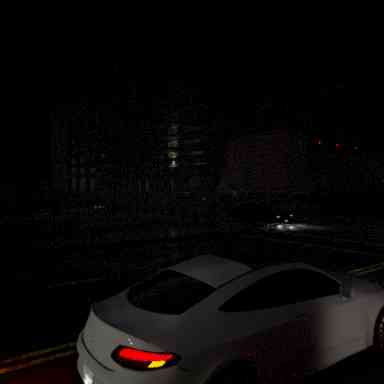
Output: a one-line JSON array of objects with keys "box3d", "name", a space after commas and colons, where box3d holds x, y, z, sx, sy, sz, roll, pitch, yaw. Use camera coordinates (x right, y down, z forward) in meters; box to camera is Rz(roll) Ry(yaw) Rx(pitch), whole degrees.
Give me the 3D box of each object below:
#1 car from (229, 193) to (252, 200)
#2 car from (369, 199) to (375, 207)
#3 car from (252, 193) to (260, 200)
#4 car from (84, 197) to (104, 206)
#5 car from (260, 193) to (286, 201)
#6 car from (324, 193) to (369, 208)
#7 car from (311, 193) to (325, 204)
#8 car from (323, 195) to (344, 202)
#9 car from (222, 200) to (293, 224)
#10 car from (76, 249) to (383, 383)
[{"box3d": [11.326, 1.390, 78.099, 1.970, 1.475, 3.806, 0, 0, -35], "name": "car"}, {"box3d": [23.250, 1.151, 46.629, 1.905, 1.878, 3.866, 0, 0, -35], "name": "car"}, {"box3d": [13.689, 1.358, 79.773, 1.784, 1.438, 3.905, 0, 0, -35], "name": "car"}, {"box3d": [-16.194, 1.497, 54.637, 2.033, 1.411, 5.357, 0, 0, -36], "name": "car"}, {"box3d": [15.355, 1.390, 62.443, 1.970, 1.475, 3.806, 0, 0, -35], "name": "car"}, {"box3d": [20.857, 1.149, 44.999, 1.932, 1.855, 4.605, 0, 0, -35], "name": "car"}, {"box3d": [29.088, 1.147, 72.289, 1.932, 1.855, 4.605, 0, 0, -35], "name": "car"}, {"box3d": [31.488, 1.357, 73.912, 1.784, 1.438, 3.905, 0, 0, -35], "name": "car"}, {"box3d": [4.940, 1.580, 25.020, 2.033, 1.411, 5.357, 0, 0, -36], "name": "car"}, {"box3d": [0.919, 1.525, 4.442, 4.674, 1.442, 1.812, 0, 0, -35], "name": "car"}]
